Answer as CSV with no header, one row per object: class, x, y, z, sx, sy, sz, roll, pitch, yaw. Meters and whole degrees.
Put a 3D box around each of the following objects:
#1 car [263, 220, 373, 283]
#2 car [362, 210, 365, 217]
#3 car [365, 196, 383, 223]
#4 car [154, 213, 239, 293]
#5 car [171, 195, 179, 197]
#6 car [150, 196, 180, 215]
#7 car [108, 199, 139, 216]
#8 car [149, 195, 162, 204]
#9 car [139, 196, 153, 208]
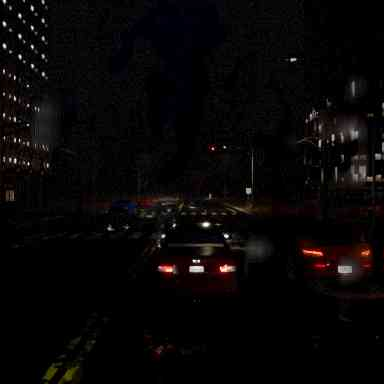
car,3.334,1.522,9.559,1.812,1.442,4.674,0,0,0
car,16.075,1.617,26.858,4.181,1.385,1.994,0,0,1
car,15.829,1.303,23.617,5.566,2.045,2.150,0,0,1
car,0.085,1.544,8.974,2.033,1.411,5.357,0,0,0
car,-3.425,1.501,47.738,2.033,1.411,5.357,0,0,0
car,-2.627,1.463,33.265,2.128,1.511,4.902,0,0,-12
car,-6.653,1.428,31.997,1.882,1.535,5.008,0,-1,0
car,-6.687,1.401,62.041,1.882,1.535,5.008,0,0,0
car,-6.675,1.433,46.669,1.882,1.535,5.008,0,0,0
